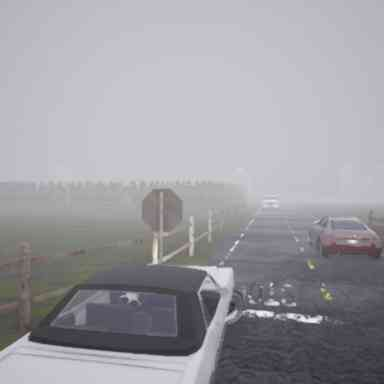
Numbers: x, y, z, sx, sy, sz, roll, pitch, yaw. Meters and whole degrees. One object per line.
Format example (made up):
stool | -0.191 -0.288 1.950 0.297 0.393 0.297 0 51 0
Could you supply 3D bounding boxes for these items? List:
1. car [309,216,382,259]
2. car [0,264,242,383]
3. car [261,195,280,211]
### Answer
car | 5.857 1.644 13.129 1.994 1.385 4.181 0 0 13
car | -0.482 1.629 4.395 1.895 1.301 4.718 0 0 12
car | 10.693 1.478 45.364 2.150 2.045 5.566 0 0 13
